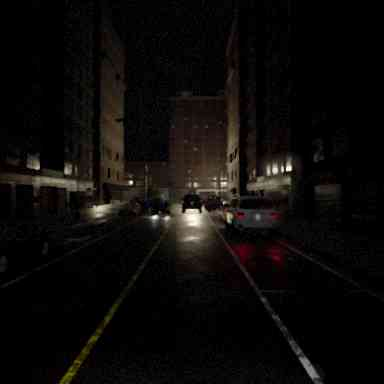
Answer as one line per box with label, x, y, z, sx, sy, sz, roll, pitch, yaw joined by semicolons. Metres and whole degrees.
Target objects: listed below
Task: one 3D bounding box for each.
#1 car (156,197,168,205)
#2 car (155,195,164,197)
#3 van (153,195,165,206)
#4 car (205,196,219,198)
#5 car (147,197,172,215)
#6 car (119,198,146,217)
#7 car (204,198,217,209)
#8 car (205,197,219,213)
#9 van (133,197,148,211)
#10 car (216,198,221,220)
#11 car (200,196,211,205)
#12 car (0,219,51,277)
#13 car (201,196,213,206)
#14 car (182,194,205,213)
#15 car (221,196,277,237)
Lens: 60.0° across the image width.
car;-5.870;1.699;65.025;1.887;1.381;4.507;1;0;0
car;-5.867;1.677;54.060;1.947;1.339;4.313;1;0;0
van;-5.866;1.474;59.544;1.690;1.788;3.998;1;0;0
car;2.665;1.387;43.096;2.192;1.841;5.009;1;0;0
car;-3.108;1.594;34.884;2.033;1.411;5.357;0;0;0
car;-5.858;1.564;31.961;1.752;1.417;4.829;1;0;0
car;2.660;1.617;48.749;1.752;1.417;4.829;1;0;0
car;2.664;1.605;37.614;2.008;1.369;4.403;1;0;0
van;-5.858;1.395;37.615;1.690;1.788;3.998;1;0;0
car;3.132;1.503;25.332;1.882;1.535;5.008;0;0;0
car;2.656;1.595;65.027;1.967;1.590;4.097;1;0;0
car;-5.851;1.556;10.205;2.008;1.369;4.403;1;0;0
car;2.658;1.573;59.544;1.967;1.590;4.097;1;0;0
car;0.018;1.273;37.336;2.150;2.045;5.566;0;-1;1
car;3.101;1.235;18.361;2.150;2.045;5.566;0;0;0
